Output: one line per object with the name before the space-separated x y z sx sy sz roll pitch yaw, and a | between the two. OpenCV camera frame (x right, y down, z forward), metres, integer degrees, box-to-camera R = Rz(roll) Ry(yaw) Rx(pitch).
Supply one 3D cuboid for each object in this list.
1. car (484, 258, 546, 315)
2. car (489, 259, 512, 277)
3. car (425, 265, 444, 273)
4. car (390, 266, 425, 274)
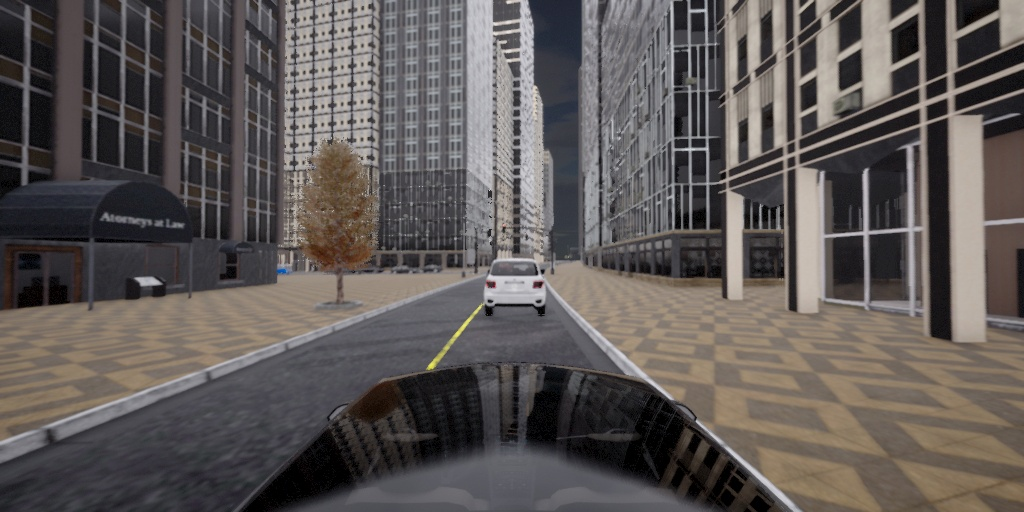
car | 0.164 1.108 14.361 2.150 2.045 5.566 0 0 2
car | -1.293 1.392 43.065 2.150 2.045 5.566 0 -1 5
car | -13.869 2.198 61.215 4.403 1.370 2.007 0 0 13
car | -15.767 2.080 53.053 4.403 1.370 2.007 0 0 13
